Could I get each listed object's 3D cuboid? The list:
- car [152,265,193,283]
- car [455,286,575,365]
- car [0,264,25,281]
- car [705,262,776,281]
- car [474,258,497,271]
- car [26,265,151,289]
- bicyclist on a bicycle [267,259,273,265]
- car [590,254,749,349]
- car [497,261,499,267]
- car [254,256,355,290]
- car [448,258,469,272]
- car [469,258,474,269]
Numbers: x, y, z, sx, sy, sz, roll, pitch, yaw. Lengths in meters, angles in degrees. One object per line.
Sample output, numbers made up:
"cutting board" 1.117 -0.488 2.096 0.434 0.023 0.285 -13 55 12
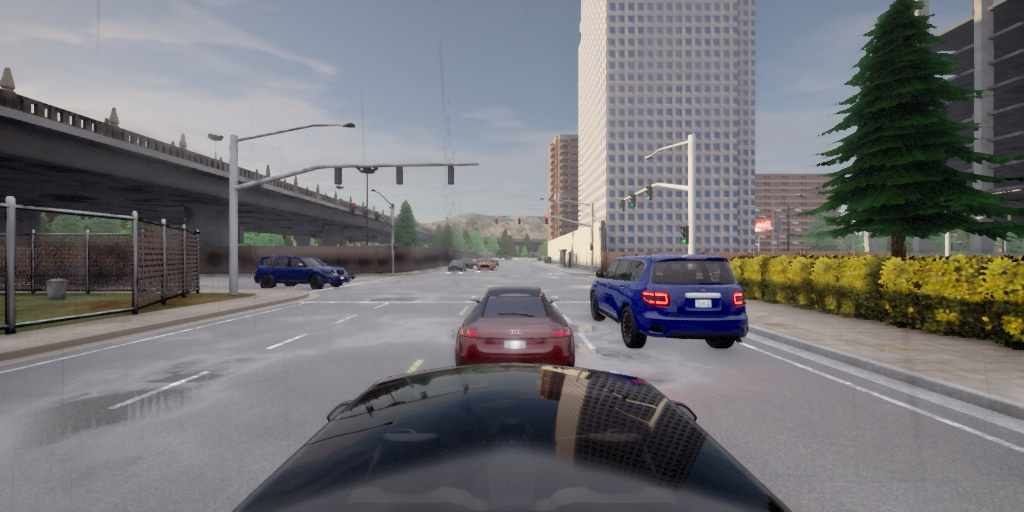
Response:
"car" -26.939 1.353 26.649 5.357 1.411 2.033 0 0 0
"car" 0.062 1.314 7.447 1.994 1.385 4.181 0 0 0
"car" -39.979 1.158 26.629 4.553 1.767 2.097 0 0 0
"car" 19.301 1.310 30.455 4.892 1.490 1.837 0 0 0
"car" -3.597 1.102 49.816 2.097 1.767 4.553 0 0 0
"car" -27.155 1.353 23.148 5.357 1.411 2.033 0 0 0
"bicyclist on a bicycle" -25.305 1.106 37.634 0.582 1.620 1.656 0 0 0
"car" 3.567 0.971 9.313 2.150 2.045 5.566 0 0 1
"car" -3.595 1.242 58.888 2.128 1.511 4.902 0 0 0
"car" -13.213 1.021 22.570 5.566 2.045 2.150 -1 -1 9
"car" -7.103 1.255 46.673 1.837 1.490 4.892 0 0 0
"car" -7.101 1.102 55.557 2.097 1.767 4.553 0 0 0
